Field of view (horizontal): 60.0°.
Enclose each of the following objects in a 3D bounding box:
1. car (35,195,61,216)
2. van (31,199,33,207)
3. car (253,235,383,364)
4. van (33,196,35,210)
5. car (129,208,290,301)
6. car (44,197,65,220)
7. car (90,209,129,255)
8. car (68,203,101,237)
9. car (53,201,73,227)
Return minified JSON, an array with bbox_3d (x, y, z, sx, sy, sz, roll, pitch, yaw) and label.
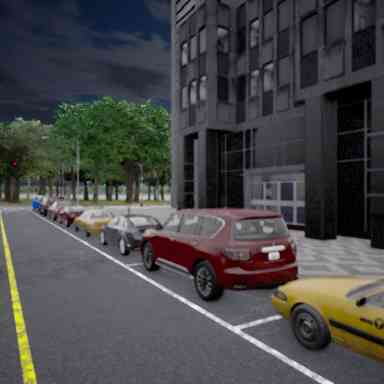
[{"bbox_3d":[-13.371,1.305,31.922,2.192,1.841,5.009,0,0,-30],"label":"car"},{"bbox_3d":[-18.867,1.331,41.306,1.690,1.788,3.998,0,0,-30],"label":"van"},{"bbox_3d":[3.034,1.522,3.917,1.752,1.417,4.829,0,0,-30],"label":"car"},{"bbox_3d":[-16.119,1.331,36.614,1.690,1.788,3.998,0,0,-30],"label":"van"},{"bbox_3d":[0.371,1.310,8.462,2.192,1.841,5.009,0,0,-30],"label":"car"},{"bbox_3d":[-10.622,1.430,27.230,1.967,1.590,4.097,0,0,-30],"label":"car"},{"bbox_3d":[-2.377,1.544,13.154,2.008,1.369,4.403,0,0,-30],"label":"car"},{"bbox_3d":[-5.211,1.517,17.993,1.752,1.417,4.829,0,0,-30],"label":"car"},{"bbox_3d":[-7.874,1.535,22.538,1.887,1.381,4.507,0,0,-30],"label":"car"}]
